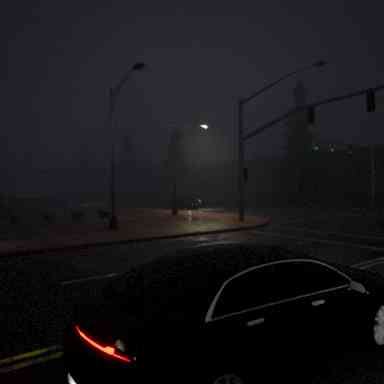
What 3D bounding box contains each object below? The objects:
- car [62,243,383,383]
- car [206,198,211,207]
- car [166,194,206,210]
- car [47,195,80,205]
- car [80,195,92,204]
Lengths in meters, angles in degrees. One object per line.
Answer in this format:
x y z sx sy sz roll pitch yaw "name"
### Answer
0.889 1.456 4.431 4.892 1.490 1.837 -1 1 -35 "car"
0.317 0.981 41.241 2.097 1.767 4.553 -1 1 -40 "car"
-0.989 1.184 37.359 1.837 1.490 4.892 -1 1 -38 "car"
-20.747 1.343 51.983 5.357 1.411 2.033 -1 1 19 "car"
-18.798 1.252 54.959 4.892 1.490 1.837 -1 0 20 "car"
